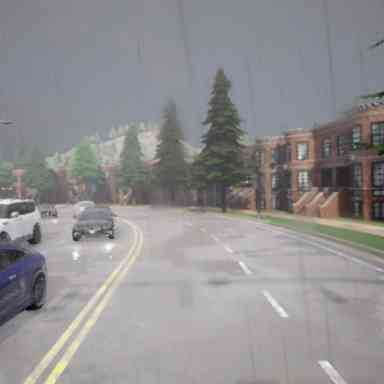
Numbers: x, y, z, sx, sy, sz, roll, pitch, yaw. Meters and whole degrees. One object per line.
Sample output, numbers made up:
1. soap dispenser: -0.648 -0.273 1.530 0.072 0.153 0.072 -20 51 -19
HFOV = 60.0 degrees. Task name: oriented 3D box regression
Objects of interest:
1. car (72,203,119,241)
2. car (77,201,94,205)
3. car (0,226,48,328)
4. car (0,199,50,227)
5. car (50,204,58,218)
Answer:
1. car: -4.823 1.513 16.938 1.837 1.490 4.892 -1 0 -11
2. car: -9.660 1.561 30.587 1.812 1.442 4.674 -1 0 -30
3. car: -3.778 1.582 5.122 1.812 1.442 4.674 -1 0 -3
4. car: -7.740 1.323 13.081 2.150 2.045 5.566 -1 0 -6
5. car: -13.496 1.692 30.260 1.994 1.385 4.181 -1 0 -32
